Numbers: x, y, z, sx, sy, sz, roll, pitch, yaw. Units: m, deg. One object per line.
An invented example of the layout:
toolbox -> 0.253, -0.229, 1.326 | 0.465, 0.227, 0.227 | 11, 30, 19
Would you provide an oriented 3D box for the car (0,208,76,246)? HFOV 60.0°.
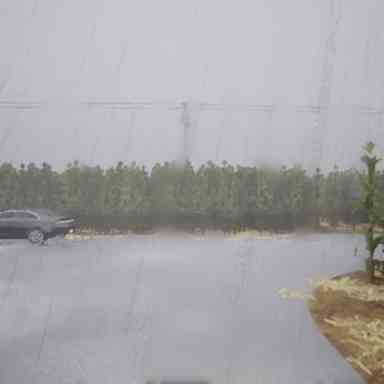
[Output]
car -> -7.620, 1.464, 14.633 | 4.902, 1.511, 2.128 | 0, 0, 7
